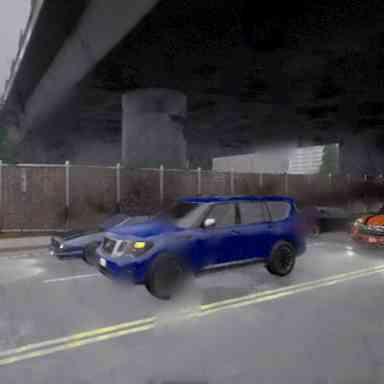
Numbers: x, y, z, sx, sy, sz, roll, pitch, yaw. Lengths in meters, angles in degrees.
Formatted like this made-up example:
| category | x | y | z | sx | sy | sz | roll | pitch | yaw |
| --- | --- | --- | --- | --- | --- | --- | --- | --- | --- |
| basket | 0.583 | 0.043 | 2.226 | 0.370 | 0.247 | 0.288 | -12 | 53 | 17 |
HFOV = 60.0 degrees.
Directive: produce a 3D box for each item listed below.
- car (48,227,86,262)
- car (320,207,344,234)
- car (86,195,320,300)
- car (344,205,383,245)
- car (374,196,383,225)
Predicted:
| category | x | y | z | sx | sy | sz | roll | pitch | yaw |
| --- | --- | --- | --- | --- | --- | --- | --- | --- | --- |
| car | -1.820 | 1.382 | 11.112 | 5.357 | 1.411 | 2.033 | 0 | 1 | -32 |
| car | 6.264 | 1.410 | 16.272 | 4.718 | 1.301 | 1.895 | 0 | 1 | -33 |
| car | 0.478 | 1.106 | 8.424 | 5.566 | 2.045 | 2.150 | 0 | 1 | -33 |
| car | 8.664 | 1.211 | 13.646 | 4.553 | 1.767 | 2.097 | 0 | 1 | -32 |
| car | 13.832 | 1.138 | 21.089 | 4.553 | 1.767 | 2.097 | 0 | 1 | -32 |
